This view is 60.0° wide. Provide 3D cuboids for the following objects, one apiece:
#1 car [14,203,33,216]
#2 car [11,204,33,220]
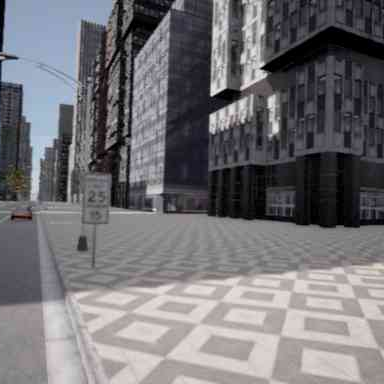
[{"bbox_3d":[-22.611,2.340,44.839,2.128,1.511,4.902,3,-2,-25],"label":"car"},{"bbox_3d":[-18.175,2.236,35.553,1.994,1.385,4.181,3,-2,-25],"label":"car"}]
